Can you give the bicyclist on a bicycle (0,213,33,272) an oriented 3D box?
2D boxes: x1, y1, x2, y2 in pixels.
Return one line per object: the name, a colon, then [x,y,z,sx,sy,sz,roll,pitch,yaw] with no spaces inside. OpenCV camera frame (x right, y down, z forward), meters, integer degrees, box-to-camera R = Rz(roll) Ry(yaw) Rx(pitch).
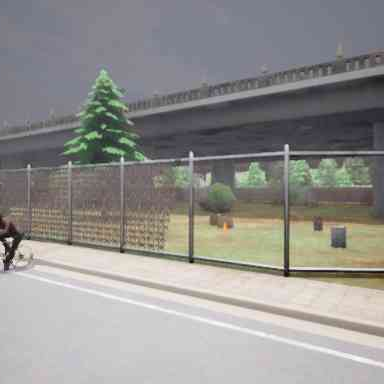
bicyclist on a bicycle: [-5.186,1.400,9.191,0.582,1.620,1.656,0,0,34]
